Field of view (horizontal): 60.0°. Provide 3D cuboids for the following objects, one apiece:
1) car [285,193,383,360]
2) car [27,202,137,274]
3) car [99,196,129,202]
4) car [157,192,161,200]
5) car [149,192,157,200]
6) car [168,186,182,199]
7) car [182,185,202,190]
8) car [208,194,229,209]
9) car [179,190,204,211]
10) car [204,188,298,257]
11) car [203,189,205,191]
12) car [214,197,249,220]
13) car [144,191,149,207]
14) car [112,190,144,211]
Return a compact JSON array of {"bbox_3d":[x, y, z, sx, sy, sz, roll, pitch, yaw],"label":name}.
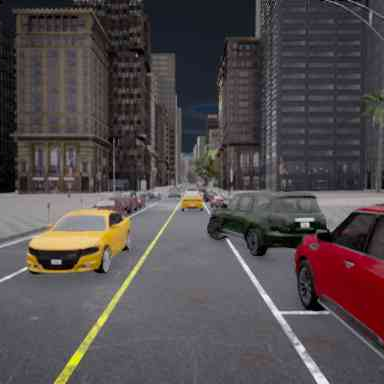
[{"bbox_3d":[3.100,1.141,4.274,2.150,2.045,5.566,0,1,0],"label":"car"},{"bbox_3d":[-3.115,1.294,10.124,1.882,1.535,5.008,0,1,0],"label":"car"},{"bbox_3d":[-5.793,1.168,22.915,1.802,1.307,4.206,0,1,0],"label":"car"},{"bbox_3d":[-5.832,0.579,52.840,1.802,1.307,4.206,0,1,0],"label":"car"},{"bbox_3d":[-7.561,0.509,46.911,4.403,1.369,2.008,-1,2,-9],"label":"car"},{"bbox_3d":[-3.086,0.215,59.067,2.097,1.767,4.553,0,1,0],"label":"car"},{"bbox_3d":[0.011,0.284,49.601,2.150,2.045,5.566,0,1,0],"label":"car"},{"bbox_3d":[2.717,0.948,34.682,1.802,1.307,4.206,0,1,0],"label":"car"},{"bbox_3d":[0.028,0.898,31.821,1.882,1.535,5.008,0,1,0],"label":"car"},{"bbox_3d":[2.489,1.001,12.278,2.150,2.045,5.566,0,1,-17],"label":"car"},{"bbox_3d":[2.704,0.717,45.482,1.947,1.339,4.313,0,1,0],"label":"car"},{"bbox_3d":[2.731,1.135,23.885,1.947,1.339,4.313,0,1,0],"label":"car"},{"bbox_3d":[-5.806,0.828,33.512,1.967,1.590,4.097,0,1,0],"label":"car"},{"bbox_3d":[-5.800,0.805,28.209,2.192,1.841,5.009,0,1,0],"label":"car"}]
